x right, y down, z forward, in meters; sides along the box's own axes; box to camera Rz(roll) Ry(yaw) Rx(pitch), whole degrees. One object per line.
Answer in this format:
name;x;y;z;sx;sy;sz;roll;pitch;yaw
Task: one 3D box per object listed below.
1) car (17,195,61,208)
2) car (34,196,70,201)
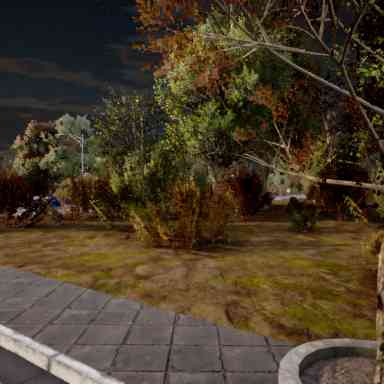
car;-20.038;1.222;43.862;1.882;1.535;5.008;0;0;32
car;-17.523;1.247;41.286;1.882;1.535;5.008;0;0;32
